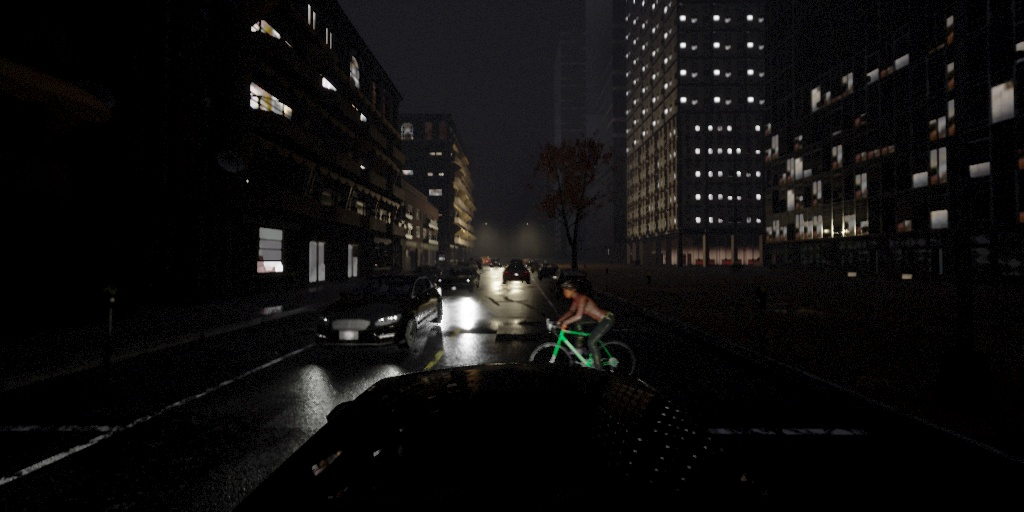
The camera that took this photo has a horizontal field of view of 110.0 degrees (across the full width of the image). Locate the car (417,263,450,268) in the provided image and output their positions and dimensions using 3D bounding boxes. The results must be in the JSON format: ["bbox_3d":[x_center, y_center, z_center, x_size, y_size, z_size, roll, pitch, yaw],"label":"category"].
[{"bbox_3d":[-5.506,1.286,23.418,1.948,1.339,4.313,0,0,1],"label":"car"}]

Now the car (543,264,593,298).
[{"bbox_3d":[2.824,1.278,17.770,2.007,1.370,4.403,0,0,1],"label":"car"}]

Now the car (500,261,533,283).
[{"bbox_3d":[0.318,1.280,27.139,1.994,1.385,4.181,0,0,1],"label":"car"}]

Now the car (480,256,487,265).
[{"bbox_3d":[-5.252,1.004,51.265,2.192,1.841,5.009,0,0,1],"label":"car"}]

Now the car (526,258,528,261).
[{"bbox_3d":[3.179,1.234,56.757,2.007,1.370,4.403,0,0,1],"label":"car"}]

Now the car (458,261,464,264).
[{"bbox_3d":[-5.455,1.264,28.987,2.007,1.370,4.403,0,0,1],"label":"car"}]

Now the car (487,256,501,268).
[{"bbox_3d":[-2.580,1.187,58.124,1.837,1.490,4.892,0,0,1],"label":"car"}]

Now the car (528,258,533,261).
[{"bbox_3d":[3.028,1.226,40.219,1.751,1.417,4.829,0,0,1],"label":"car"}]

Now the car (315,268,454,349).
[{"bbox_3d":[-3.045,1.232,9.195,2.128,1.511,4.902,0,0,1],"label":"car"}]

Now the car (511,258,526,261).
[{"bbox_3d":[0.489,1.194,46.164,1.837,1.490,4.892,0,-2,1],"label":"car"}]

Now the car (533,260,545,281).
[{"bbox_3d":[2.925,1.264,28.909,2.007,1.370,4.403,0,0,1],"label":"car"}]

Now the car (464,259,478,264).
[{"bbox_3d":[-5.354,1.267,40.126,1.948,1.339,4.313,0,0,1],"label":"car"}]

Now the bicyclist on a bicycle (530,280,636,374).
[{"bbox_3d":[1.069,1.195,5.514,1.656,1.620,0.582,-2,0,0],"label":"bicyclist on a bicycle"}]

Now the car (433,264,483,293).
[{"bbox_3d":[-2.935,1.326,20.450,1.895,1.301,4.718,0,0,1],"label":"car"}]

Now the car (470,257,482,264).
[{"bbox_3d":[-5.304,1.220,45.525,1.751,1.417,4.829,0,0,1],"label":"car"}]
